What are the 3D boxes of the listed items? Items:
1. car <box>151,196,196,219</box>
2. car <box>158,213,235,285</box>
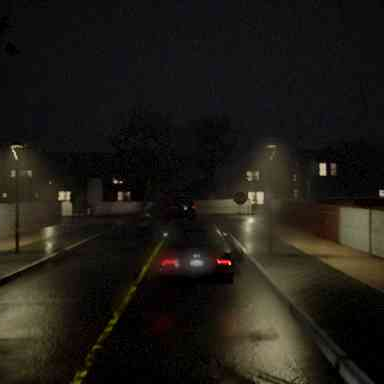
[{"bbox_3d":[-1.605,1.314,27.326,2.150,2.045,5.566,1,-1,-24],"label":"car"},{"bbox_3d":[0.097,1.578,9.646,2.033,1.411,5.357,0,0,0],"label":"car"}]
